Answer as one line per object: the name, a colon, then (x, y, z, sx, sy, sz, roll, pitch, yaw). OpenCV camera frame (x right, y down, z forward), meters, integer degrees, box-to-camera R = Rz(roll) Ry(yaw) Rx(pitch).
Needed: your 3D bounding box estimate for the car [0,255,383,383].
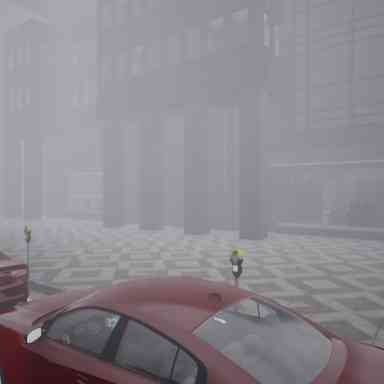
car: (-0.418, 1.545, 3.262, 4.507, 1.381, 1.887, 0, 0, 36)

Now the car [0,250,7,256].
car: (-5.002, 1.545, 6.540, 4.507, 1.381, 1.887, 0, 0, 36)
